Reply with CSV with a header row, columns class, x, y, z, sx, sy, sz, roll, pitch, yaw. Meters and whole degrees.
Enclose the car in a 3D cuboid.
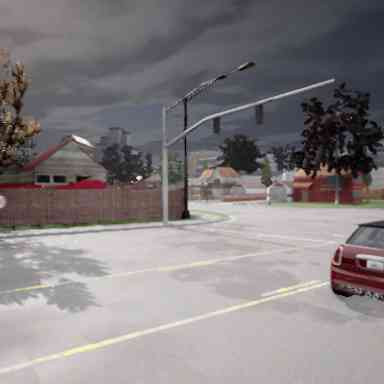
class,x,y,z,sx,sy,sz,roll,pitch,yaw
car,5.129,1.385,7.411,4.553,1.767,2.097,0,0,-36
